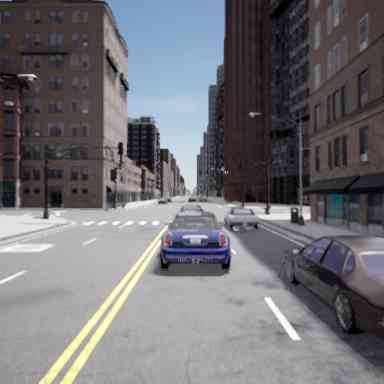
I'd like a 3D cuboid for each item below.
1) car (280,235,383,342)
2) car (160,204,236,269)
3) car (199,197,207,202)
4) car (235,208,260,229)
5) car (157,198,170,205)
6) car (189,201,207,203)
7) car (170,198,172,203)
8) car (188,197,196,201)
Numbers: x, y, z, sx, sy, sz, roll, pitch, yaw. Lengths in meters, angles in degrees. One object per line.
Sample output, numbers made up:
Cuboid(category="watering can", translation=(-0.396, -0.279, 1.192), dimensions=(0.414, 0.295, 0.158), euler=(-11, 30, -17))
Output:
Cuboid(category="car", translation=(3.350, 1.596, 6.743), dimensions=(2.033, 1.411, 5.357), euler=(0, 0, 0))
Cuboid(category="car", translation=(0.099, 1.433, 11.571), dimensions=(2.097, 1.767, 4.553), euler=(0, 0, 0))
Cuboid(category="car", translation=(3.235, 2.171, 92.734), dimensions=(2.128, 1.511, 4.902), euler=(0, 0, 0))
Cuboid(category="car", translation=(3.347, 1.763, 23.167), dimensions=(1.895, 1.301, 4.718), euler=(0, 0, 0))
Cuboid(category="car", translation=(-6.512, 2.109, 73.060), dimensions=(1.895, 1.301, 4.718), euler=(0, 0, 0))
Cuboid(category="car", translation=(-0.098, 1.649, 24.560), dimensions=(1.882, 1.535, 5.008), euler=(0, 0, -2))
Cuboid(category="car", translation=(-6.514, 2.214, 88.588), dimensions=(1.895, 1.301, 4.718), euler=(0, 0, 0))
Cuboid(category="car", translation=(-0.015, 2.124, 92.734), dimensions=(1.882, 1.535, 5.008), euler=(0, 0, 0))
